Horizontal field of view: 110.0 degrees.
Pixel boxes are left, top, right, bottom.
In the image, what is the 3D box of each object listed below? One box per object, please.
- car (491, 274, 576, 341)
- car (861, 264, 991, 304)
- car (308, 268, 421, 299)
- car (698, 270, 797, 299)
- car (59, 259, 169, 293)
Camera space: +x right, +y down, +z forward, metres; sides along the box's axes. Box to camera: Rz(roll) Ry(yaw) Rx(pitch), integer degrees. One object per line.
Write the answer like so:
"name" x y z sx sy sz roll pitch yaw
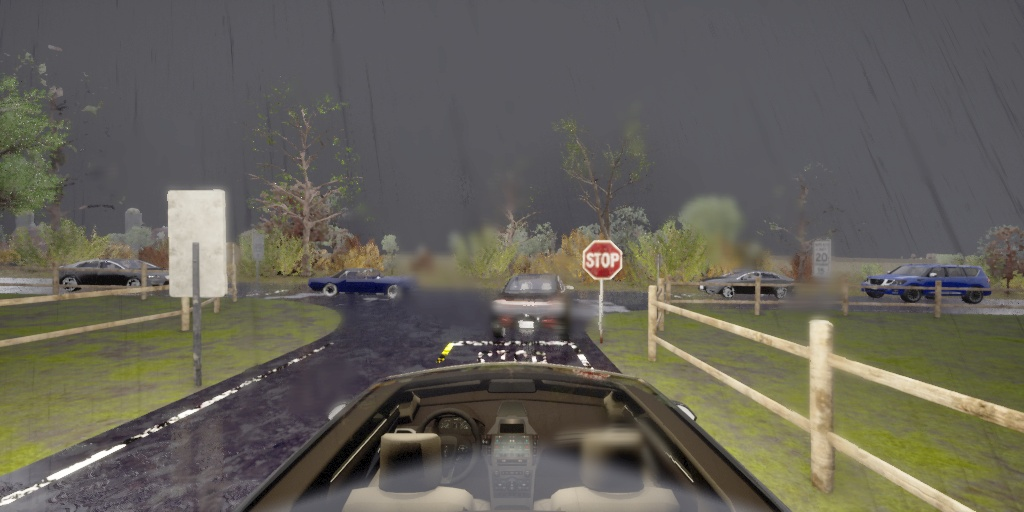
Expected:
"car" 0.706 1.239 9.973 2.128 1.511 4.902 0 0 9
"car" 22.899 1.466 19.922 5.566 2.045 2.150 1 1 0
"car" -6.823 1.248 17.004 4.718 1.301 1.895 1 1 0
"car" 13.003 1.525 19.932 4.902 1.511 2.128 1 1 0
"car" -18.490 0.885 17.020 4.902 1.511 2.128 1 1 0
